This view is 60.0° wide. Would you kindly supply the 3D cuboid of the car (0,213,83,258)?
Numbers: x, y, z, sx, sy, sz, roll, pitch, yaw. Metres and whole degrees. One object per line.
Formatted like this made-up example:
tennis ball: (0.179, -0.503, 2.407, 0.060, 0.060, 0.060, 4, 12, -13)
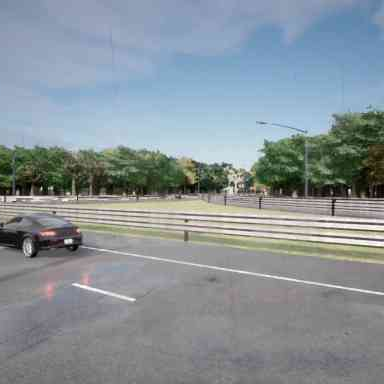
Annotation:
car: (-6.077, 1.525, 12.744, 4.674, 1.442, 1.812, 0, 0, 36)
